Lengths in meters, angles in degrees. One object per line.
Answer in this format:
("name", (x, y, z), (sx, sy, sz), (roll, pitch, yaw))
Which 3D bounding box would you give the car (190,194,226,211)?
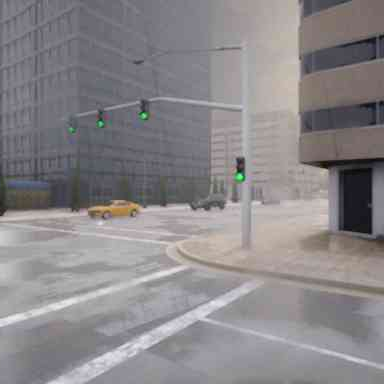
("car", (2.055, 1.223, 40.881), (2.150, 2.045, 5.566), (0, 0, 36))

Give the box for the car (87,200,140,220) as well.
("car", (-6.692, 1.481, 28.829), (1.882, 1.535, 5.008), (0, 0, 36))

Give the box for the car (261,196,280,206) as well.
("car", (13.403, 1.496, 56.361), (2.128, 1.511, 4.902), (0, 0, 36))
